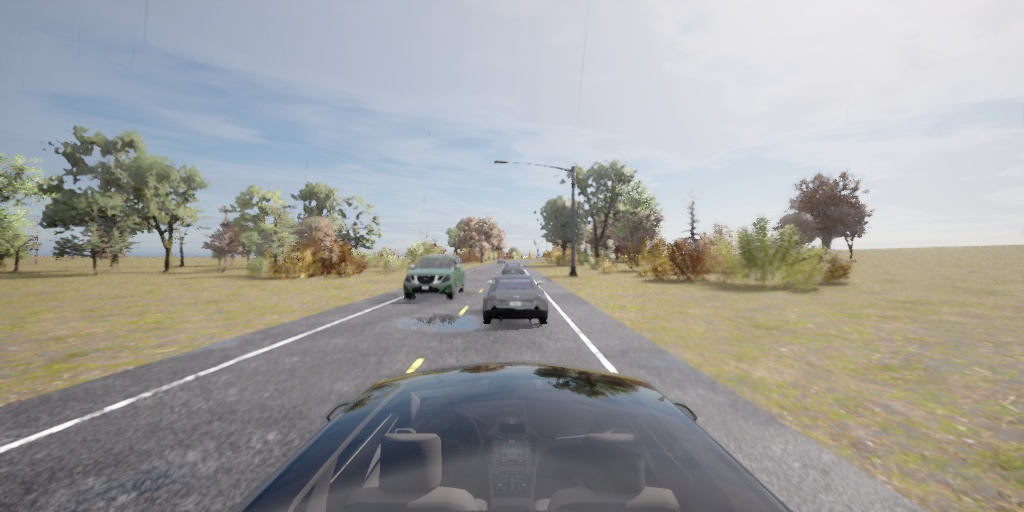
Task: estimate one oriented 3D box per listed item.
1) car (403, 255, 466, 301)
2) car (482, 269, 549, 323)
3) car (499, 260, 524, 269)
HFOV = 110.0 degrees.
[{"bbox_3d":[-3.601,0.958,17.658,2.150,2.045,5.566,0,0,0],"label":"car"},{"bbox_3d":[0.098,1.305,12.047,1.994,1.385,4.181,0,0,0],"label":"car"},{"bbox_3d":[0.095,1.288,32.118,1.994,1.385,4.181,0,0,0],"label":"car"}]
